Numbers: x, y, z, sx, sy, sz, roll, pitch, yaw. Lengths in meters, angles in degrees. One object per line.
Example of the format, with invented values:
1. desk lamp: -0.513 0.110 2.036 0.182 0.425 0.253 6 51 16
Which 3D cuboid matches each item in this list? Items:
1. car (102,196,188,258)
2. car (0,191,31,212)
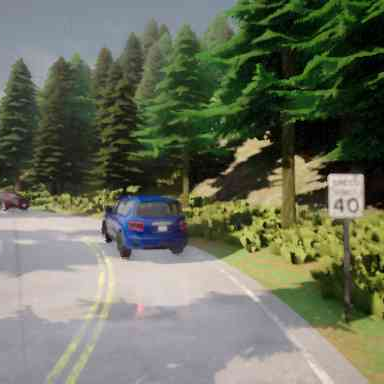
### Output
1. car: -1.981 1.147 12.799 2.150 2.045 5.566 1 1 -24
2. car: -14.061 0.627 24.676 4.674 1.442 1.812 4 0 24
